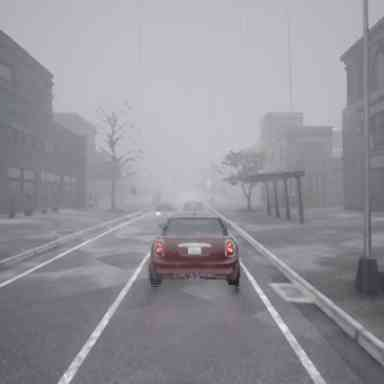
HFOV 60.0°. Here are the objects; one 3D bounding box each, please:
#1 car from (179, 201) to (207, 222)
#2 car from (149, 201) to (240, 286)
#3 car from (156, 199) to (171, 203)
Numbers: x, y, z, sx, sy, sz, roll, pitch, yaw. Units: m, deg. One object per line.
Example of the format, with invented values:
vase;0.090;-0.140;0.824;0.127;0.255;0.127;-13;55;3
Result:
car;0.083;1.478;26.802;2.033;1.411;5.357;0;0;0
car;0.071;1.298;9.448;2.097;1.767;4.553;0;0;0
car;-3.095;1.531;38.778;1.812;1.442;4.674;0;-1;0
